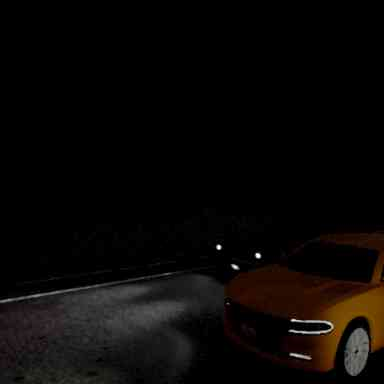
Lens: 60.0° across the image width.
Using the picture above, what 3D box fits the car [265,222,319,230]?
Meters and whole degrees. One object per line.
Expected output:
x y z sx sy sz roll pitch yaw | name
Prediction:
2.903 1.587 9.710 4.718 1.301 1.895 0 0 -35 | car

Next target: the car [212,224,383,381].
2.747 1.470 5.619 5.008 1.535 1.882 0 0 -35 | car
